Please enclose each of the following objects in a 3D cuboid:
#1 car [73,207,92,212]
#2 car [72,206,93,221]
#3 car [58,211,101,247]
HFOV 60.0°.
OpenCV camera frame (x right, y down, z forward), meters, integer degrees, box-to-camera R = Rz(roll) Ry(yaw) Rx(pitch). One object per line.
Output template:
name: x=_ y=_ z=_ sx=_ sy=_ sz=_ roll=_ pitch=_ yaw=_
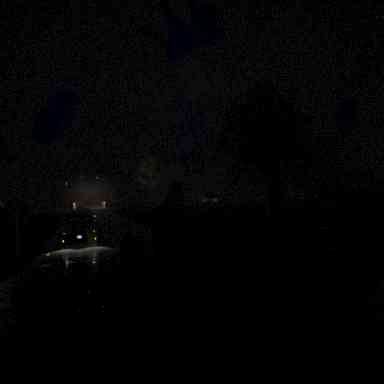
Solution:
car: x=-8.993 y=2.113 z=27.156 sx=2.128 sy=1.511 sz=4.902 roll=-3 pitch=0 yaw=-18
car: x=-12.538 y=2.413 z=38.264 sx=2.033 sy=1.411 sz=5.357 roll=-3 pitch=0 yaw=-17
car: x=-5.902 y=1.981 z=17.571 sx=1.994 sy=1.385 sz=4.181 roll=-3 pitch=0 yaw=-17
